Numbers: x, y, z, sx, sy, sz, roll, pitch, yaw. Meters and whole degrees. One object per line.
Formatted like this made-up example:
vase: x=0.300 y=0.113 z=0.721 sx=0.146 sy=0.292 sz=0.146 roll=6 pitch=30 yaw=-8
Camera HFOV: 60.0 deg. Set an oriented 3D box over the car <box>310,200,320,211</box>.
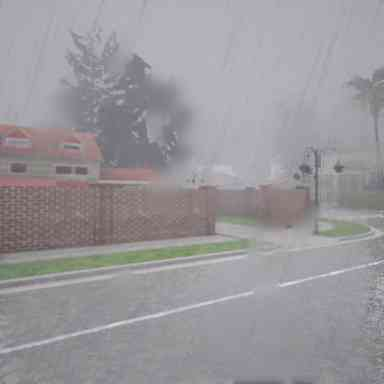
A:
car: x=13.282 y=1.579 z=40.802 sx=1.837 sy=1.490 sz=4.892 roll=1 pitch=0 yaw=-34
